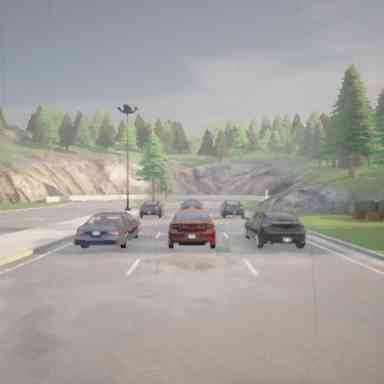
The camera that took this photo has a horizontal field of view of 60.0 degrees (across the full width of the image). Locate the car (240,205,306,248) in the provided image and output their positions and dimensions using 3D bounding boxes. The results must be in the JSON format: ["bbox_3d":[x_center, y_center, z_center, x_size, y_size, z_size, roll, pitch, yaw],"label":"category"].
[{"bbox_3d":[3.500,1.514,14.650,1.837,1.490,4.892,0,0,0],"label":"car"}]

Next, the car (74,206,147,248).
[{"bbox_3d":[-3.500,1.560,14.650,2.033,1.411,5.357,0,0,0],"label":"car"}]

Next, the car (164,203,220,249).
[{"bbox_3d":[0.000,1.482,14.650,1.882,1.535,5.008,0,0,0],"label":"car"}]

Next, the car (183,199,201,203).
[{"bbox_3d":[0.000,1.363,29.620,2.097,1.767,4.553,0,0,0],"label":"car"}]

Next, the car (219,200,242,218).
[{"bbox_3d":[3.500,1.493,29.650,2.128,1.511,4.902,0,0,0],"label":"car"}]

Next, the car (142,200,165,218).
[{"bbox_3d":[-3.500,1.492,29.650,2.128,1.511,4.902,0,0,0],"label":"car"}]
